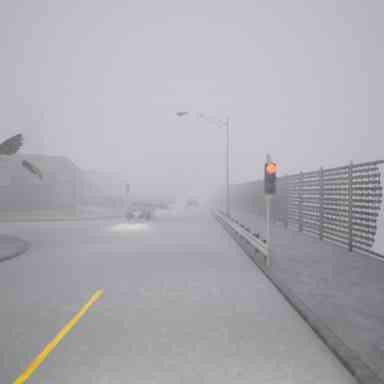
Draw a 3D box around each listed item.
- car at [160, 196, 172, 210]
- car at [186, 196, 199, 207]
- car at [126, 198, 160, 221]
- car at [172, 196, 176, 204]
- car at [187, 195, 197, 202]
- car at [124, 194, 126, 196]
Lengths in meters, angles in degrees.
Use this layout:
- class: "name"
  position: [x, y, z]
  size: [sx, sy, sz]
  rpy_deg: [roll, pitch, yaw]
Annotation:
- class: "car"
  position: [-4.084, 1.462, 43.509]
  size: [1.882, 1.535, 5.008]
  rpy_deg: [0, 0, 0]
- class: "car"
  position: [0.113, 1.528, 51.782]
  size: [2.033, 1.411, 5.357]
  rpy_deg: [0, 0, 0]
- class: "car"
  position: [-4.091, 1.483, 27.036]
  size: [2.128, 1.511, 4.902]
  rpy_deg: [0, 0, 0]
- class: "car"
  position: [-4.039, 1.454, 62.946]
  size: [1.882, 1.535, 5.008]
  rpy_deg: [0, 0, 0]
- class: "car"
  position: [0.019, 1.513, 74.983]
  size: [2.033, 1.411, 5.357]
  rpy_deg: [0, 0, 0]
- class: "car"
  position: [-17.258, 1.106, 78.320]
  size: [3.633, 1.501, 1.845]
  rpy_deg: [0, 0, 0]
